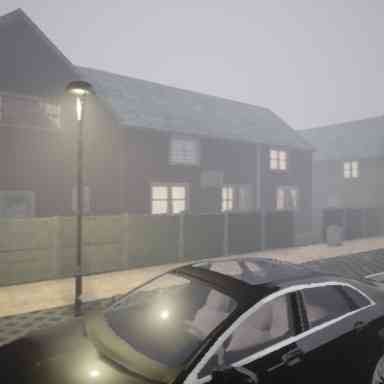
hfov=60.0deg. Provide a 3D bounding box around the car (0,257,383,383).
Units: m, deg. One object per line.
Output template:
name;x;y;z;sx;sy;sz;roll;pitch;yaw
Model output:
car;0.312;1.513;3.285;4.902;1.511;2.128;1;0;-35
